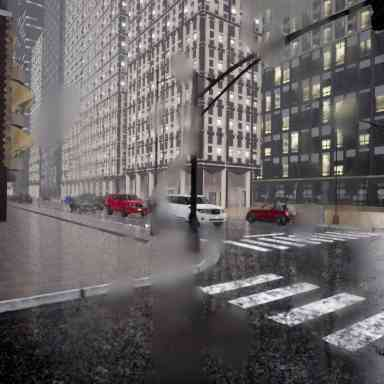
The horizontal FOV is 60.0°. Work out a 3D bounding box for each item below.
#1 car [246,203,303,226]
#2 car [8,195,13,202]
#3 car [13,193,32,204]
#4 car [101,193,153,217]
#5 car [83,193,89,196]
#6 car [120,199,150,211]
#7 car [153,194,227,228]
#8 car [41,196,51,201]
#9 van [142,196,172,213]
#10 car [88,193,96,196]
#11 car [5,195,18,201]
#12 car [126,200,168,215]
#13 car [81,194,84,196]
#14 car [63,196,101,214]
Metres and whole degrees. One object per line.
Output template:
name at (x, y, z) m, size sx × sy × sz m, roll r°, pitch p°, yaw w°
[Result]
car at (5.783, 1.505, 23.956) m, size 1.967 × 1.590 × 4.097 m, roll 1°, pitch -1°, yaw -35°
car at (-37.029, 1.397, 69.762) m, size 1.947 × 1.339 × 4.313 m, roll 1°, pitch -1°, yaw -35°
car at (-30.483, 1.155, 60.554) m, size 2.192 × 1.841 × 5.009 m, roll 1°, pitch -1°, yaw -35°
car at (-6.069, 1.155, 30.649) m, size 2.150 × 2.045 × 5.566 m, roll 1°, pitch -1°, yaw -35°
car at (-18.503, 1.248, 58.877) m, size 2.150 × 2.045 × 5.566 m, roll 1°, pitch -1°, yaw -35°
car at (-7.302, 1.584, 42.376) m, size 2.008 × 1.369 × 4.403 m, roll 1°, pitch -1°, yaw -35°
car at (-0.096, 1.170, 22.241) m, size 2.150 × 2.045 × 5.566 m, roll 1°, pitch -1°, yaw -35°
car at (-36.739, 1.570, 83.823) m, size 1.802 × 1.307 × 4.206 m, roll 1°, pitch -1°, yaw -35°
van at (-4.028, 1.382, 37.773) m, size 1.690 × 1.788 × 3.998 m, roll 1°, pitch -1°, yaw -35°
car at (-14.412, 1.380, 53.123) m, size 2.097 × 1.767 × 4.553 m, roll 1°, pitch -1°, yaw -35°
car at (-40.298, 1.378, 74.367) m, size 2.008 × 1.369 × 4.403 m, roll 1°, pitch -1°, yaw -35°
car at (-4.788, 1.540, 34.382) m, size 2.033 × 1.411 × 5.357 m, roll 1°, pitch -1°, yaw -36°
car at (-20.471, 1.439, 56.448) m, size 1.882 × 1.535 × 5.008 m, roll 1°, pitch 0°, yaw -35°
car at (-10.863, 1.427, 32.920) m, size 2.008 × 1.369 × 4.403 m, roll 1°, pitch -1°, yaw -35°
